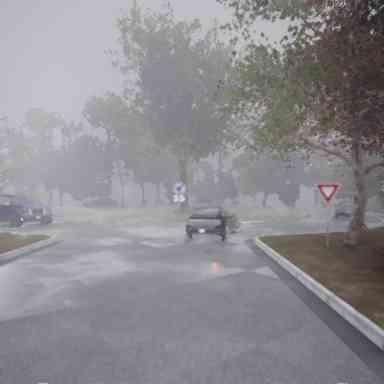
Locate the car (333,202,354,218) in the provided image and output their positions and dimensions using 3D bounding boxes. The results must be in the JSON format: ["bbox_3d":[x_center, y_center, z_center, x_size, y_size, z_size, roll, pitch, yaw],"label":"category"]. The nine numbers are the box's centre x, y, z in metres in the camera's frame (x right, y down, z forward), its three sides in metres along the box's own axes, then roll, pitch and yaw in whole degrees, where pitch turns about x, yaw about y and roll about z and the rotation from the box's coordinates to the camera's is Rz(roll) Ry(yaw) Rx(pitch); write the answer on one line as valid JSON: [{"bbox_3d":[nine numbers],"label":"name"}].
[{"bbox_3d":[13.781,1.533,29.728,1.994,1.385,4.181,0,0,22],"label":"car"}]

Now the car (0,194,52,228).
[{"bbox_3d":[-11.636,1.197,22.498,5.566,2.045,2.150,0,1,41],"label":"car"}]

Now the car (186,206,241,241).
[{"bbox_3d":[1.176,1.473,16.819,2.128,1.511,4.902,-1,0,18],"label":"car"}]

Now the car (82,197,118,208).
[{"bbox_3d":[-12.825,1.428,46.291,5.008,1.535,1.882,0,-1,-42],"label":"car"}]
